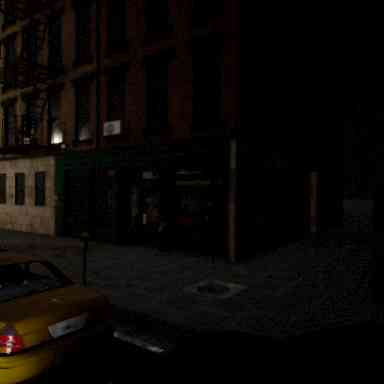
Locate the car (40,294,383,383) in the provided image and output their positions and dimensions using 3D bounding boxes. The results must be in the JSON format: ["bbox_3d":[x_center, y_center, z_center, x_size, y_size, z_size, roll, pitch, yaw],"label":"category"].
[{"bbox_3d":[1.250,1.566,1.919,4.313,1.339,1.947,0,0,35],"label":"car"}]

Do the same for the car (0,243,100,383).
[{"bbox_3d":[-3.296,1.486,5.159,4.829,1.417,1.752,0,0,35],"label":"car"}]
